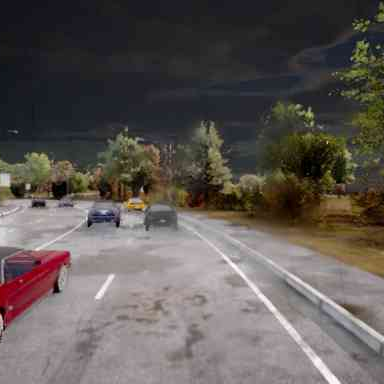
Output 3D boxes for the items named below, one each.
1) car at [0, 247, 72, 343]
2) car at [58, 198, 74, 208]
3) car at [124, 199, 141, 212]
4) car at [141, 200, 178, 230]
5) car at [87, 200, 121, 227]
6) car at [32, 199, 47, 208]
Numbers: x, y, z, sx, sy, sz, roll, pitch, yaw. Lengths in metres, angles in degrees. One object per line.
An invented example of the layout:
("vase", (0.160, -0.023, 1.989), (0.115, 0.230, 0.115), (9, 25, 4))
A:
("car", (-3.687, 1.613, 5.846), (1.895, 1.301, 4.718), (0, 0, -3))
("car", (-18.236, 1.601, 48.114), (1.994, 1.385, 4.181), (0, 0, -25))
("car", (-6.818, 1.502, 39.086), (1.882, 1.535, 5.008), (0, 0, -19))
("car", (-2.100, 1.487, 21.316), (1.882, 1.535, 5.008), (0, 0, -10))
("car", (-6.111, 1.370, 23.498), (2.097, 1.767, 4.553), (0, 0, -11))
("car", (-22.330, 1.639, 48.614), (1.895, 1.301, 4.718), (0, 0, -26))
